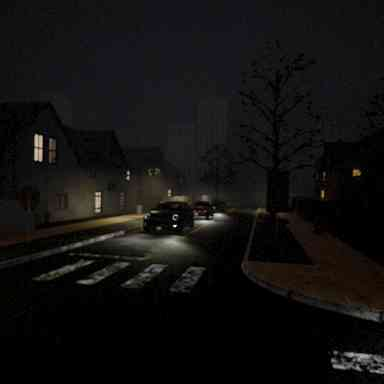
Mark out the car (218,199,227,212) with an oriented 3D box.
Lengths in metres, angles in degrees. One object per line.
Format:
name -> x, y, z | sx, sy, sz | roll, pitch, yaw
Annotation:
car -> 3.028, 1.544, 39.588 | 2.128, 1.511, 4.902 | 1, 0, 12

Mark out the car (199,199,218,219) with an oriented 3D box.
car -> 0.846, 1.542, 29.426 | 1.812, 1.442, 4.674 | 1, 0, 12

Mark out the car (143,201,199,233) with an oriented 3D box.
car -> -1.249, 1.334, 19.599 | 2.097, 1.767, 4.553 | 1, 0, 12
